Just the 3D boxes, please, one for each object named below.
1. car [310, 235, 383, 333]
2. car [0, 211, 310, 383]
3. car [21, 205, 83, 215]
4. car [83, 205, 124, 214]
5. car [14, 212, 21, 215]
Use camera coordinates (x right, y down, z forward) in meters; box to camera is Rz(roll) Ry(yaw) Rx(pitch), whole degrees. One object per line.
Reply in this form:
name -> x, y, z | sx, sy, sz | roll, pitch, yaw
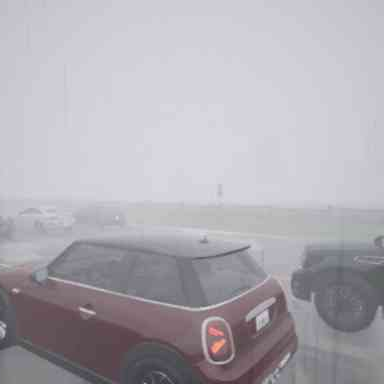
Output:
car -> 4.443, 1.226, 5.122 | 5.566, 2.045, 2.150 | 0, 0, 36
car -> -0.996, 1.342, 4.702 | 4.553, 1.767, 2.097 | 0, 0, 35
car -> -8.433, 1.472, 18.589 | 4.674, 1.442, 1.812 | 0, 0, 35
car -> -6.180, 1.512, 21.297 | 4.181, 1.385, 1.994 | 0, 0, 35
car -> -10.174, 1.510, 15.547 | 4.181, 1.385, 1.994 | 0, 0, 36
